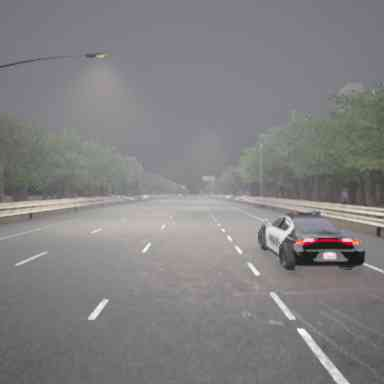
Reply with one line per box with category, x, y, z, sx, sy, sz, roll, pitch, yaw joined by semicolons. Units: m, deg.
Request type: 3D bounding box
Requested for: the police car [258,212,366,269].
police car;3.522;1.431;10.938;2.038;1.542;4.974;0;1;0
